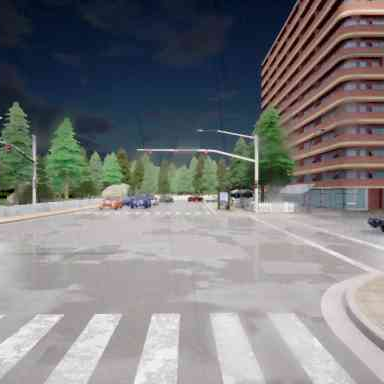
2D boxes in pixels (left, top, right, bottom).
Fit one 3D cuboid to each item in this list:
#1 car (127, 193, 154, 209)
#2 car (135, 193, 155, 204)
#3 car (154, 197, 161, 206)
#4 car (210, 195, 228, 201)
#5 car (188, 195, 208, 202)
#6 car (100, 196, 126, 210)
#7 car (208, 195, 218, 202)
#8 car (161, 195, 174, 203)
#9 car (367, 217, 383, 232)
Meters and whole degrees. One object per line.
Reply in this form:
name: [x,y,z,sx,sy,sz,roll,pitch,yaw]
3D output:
car: [-7.008,1.221,46.075,2.150,2.045,5.566,0,0,0]
car: [-9.172,1.223,65.913,2.150,2.045,5.566,0,0,13]
car: [-6.834,1.601,55.839,1.895,1.301,4.718,0,0,3]
car: [6.723,1.524,81.955,1.812,1.442,4.674,0,0,44]
car: [0.896,1.478,73.572,1.882,1.535,5.008,0,0,30]
car: [-10.506,1.352,43.388,2.097,1.767,4.553,0,0,1]
car: [4.839,1.595,73.509,1.895,1.301,4.718,0,0,30]
car: [-5.295,1.352,66.986,2.097,1.767,4.553,0,0,15]
car: [12.290,1.656,17.999,4.718,1.301,1.895,0,0,-1]
